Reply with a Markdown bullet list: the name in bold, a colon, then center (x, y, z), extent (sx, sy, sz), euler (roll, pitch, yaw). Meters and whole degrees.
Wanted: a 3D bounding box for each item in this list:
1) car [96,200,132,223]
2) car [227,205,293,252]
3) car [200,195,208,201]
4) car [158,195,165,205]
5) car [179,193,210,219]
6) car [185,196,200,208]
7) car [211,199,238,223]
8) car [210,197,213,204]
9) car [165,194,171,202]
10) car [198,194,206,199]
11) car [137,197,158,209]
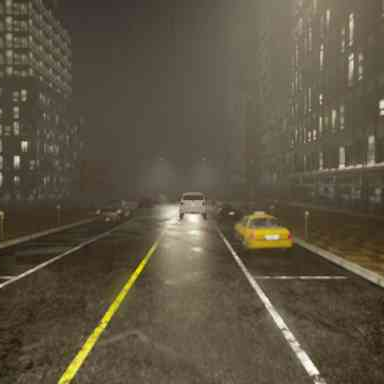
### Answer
- **car**: center (-5.708, 1.337, 24.492), extent (1.967, 1.590, 4.097), euler (-1, 0, 0)
- **car**: center (2.676, 1.467, 13.415), extent (1.752, 1.417, 4.829), euler (-1, 0, 0)
- **car**: center (2.668, 1.295, 75.118), extent (1.802, 1.307, 4.206), euler (-1, 0, 0)
- **car**: center (-5.710, 1.373, 52.617), extent (1.802, 1.307, 4.206), euler (-1, 0, 0)
- **car**: center (0.096, 1.099, 28.198), extent (2.150, 2.045, 5.566), euler (0, 0, 0)
- **car**: center (0.094, 1.296, 44.894), extent (1.882, 1.535, 5.008), euler (0, 0, 0)
- **car**: center (2.675, 1.463, 24.494), extent (1.947, 1.339, 4.313), euler (-1, 0, 0)
- **car**: center (2.670, 1.315, 52.788), extent (1.752, 1.417, 4.829), euler (-1, 0, 0)
- **car**: center (-5.712, 1.302, 63.867), extent (2.008, 1.369, 4.403), euler (-1, 0, 0)
- **car**: center (2.664, 1.209, 91.994), extent (2.008, 1.369, 4.403), euler (-1, 0, 0)
- **car**: center (-5.708, 1.377, 41.368), extent (1.887, 1.381, 4.507), euler (-1, 0, 0)
